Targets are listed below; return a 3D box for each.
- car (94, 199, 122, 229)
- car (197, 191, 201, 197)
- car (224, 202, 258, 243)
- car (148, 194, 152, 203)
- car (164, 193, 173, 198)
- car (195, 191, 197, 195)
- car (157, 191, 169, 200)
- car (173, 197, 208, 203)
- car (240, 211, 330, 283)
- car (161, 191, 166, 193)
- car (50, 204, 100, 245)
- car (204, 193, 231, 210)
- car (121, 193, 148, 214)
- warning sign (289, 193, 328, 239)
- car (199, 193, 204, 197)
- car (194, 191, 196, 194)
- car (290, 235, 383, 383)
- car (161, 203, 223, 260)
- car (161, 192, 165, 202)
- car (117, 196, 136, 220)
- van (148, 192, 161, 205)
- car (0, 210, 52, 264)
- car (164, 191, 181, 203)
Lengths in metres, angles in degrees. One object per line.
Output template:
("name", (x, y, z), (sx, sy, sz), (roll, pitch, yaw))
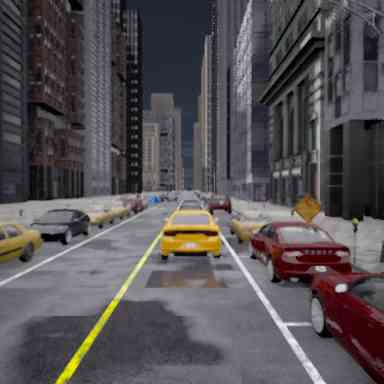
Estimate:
("car", (-5.858, 1.364, 20.352), (1.752, 1.417, 4.829), (0, 0, 0))
("car", (2.460, 0.948, 65.690), (1.967, 1.590, 4.097), (0, 0, 0))
("car", (2.691, 1.404, 15.099), (1.752, 1.417, 4.829), (0, 0, 0))
("car", (-5.935, 1.236, 37.274), (1.752, 1.417, 4.829), (0, 0, 0))
("car", (-6.168, 0.919, 88.209), (1.947, 1.339, 4.313), (0, 0, 0))
("car", (2.409, 0.996, 76.972), (1.947, 1.339, 4.313), (0, 0, 0))
("car", (-6.092, 0.785, 71.285), (2.192, 1.841, 5.009), (0, 0, 0))
("car", (-0.096, 1.344, 25.864), (2.033, 1.411, 5.357), (0, 0, 0))
("car", (2.718, 1.469, 9.289), (1.887, 1.381, 4.507), (0, 0, 0))
("car", (-6.040, 0.862, 60.004), (2.192, 1.841, 5.009), (0, 0, 0))
("car", (-5.833, 1.447, 14.882), (1.947, 1.339, 4.313), (0, 0, 0))
("car", (2.614, 1.065, 31.848), (2.192, 1.841, 5.009), (0, 0, 0))
("car", (-5.911, 1.066, 31.802), (2.192, 1.841, 5.009), (0, 0, 0))
("warning sign", (5.005, 1.000, 14.362), (1.300, 1.860, 1.060), (0, 1, 0))
("car", (2.538, 1.177, 48.770), (2.008, 1.369, 4.403), (0, 0, 0))
("car", (2.332, 0.858, 93.893), (1.887, 1.381, 4.507), (0, 0, 0))
("car", (2.744, 1.514, 3.648), (1.887, 1.381, 4.507), (0, 0, 0))
("car", (-0.019, 1.380, 12.112), (1.882, 1.535, 5.008), (0, 0, 0))
("car", (-6.013, 1.138, 54.365), (2.008, 1.369, 4.403), (0, 0, 0))
("car", (-5.883, 1.321, 25.993), (1.752, 1.417, 4.829), (0, 0, 0))
("van", (-5.988, 0.968, 48.724), (1.690, 1.788, 3.998), (0, 0, 0))
("car", (-5.806, 1.452, 9.071), (1.752, 1.417, 4.829), (0, 0, 0))
("car", (-3.322, 1.069, 57.452), (1.837, 1.490, 4.892), (0, 0, 0))
